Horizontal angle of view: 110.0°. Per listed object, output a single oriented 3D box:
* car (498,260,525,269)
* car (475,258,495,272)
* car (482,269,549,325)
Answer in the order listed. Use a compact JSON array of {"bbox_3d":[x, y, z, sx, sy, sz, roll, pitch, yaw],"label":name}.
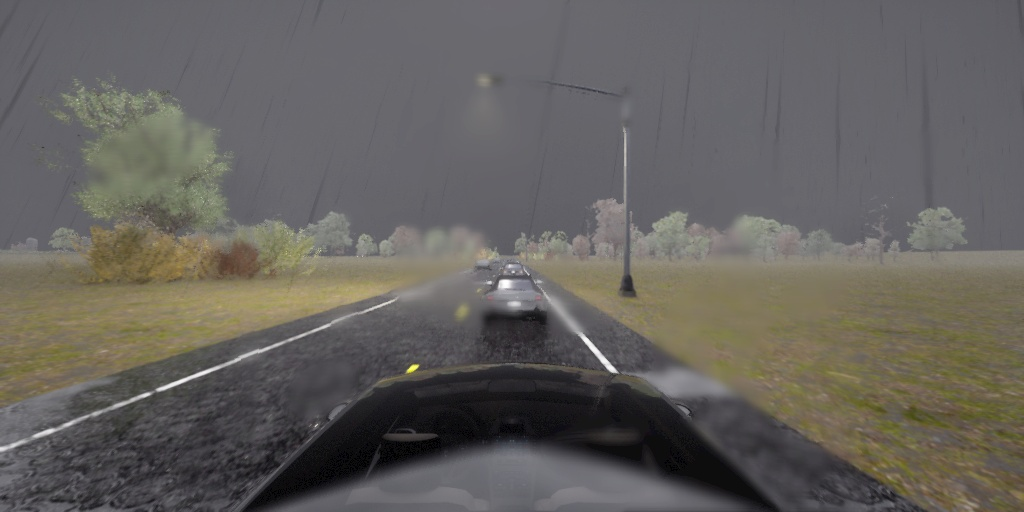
[{"bbox_3d":[0.094,1.262,29.841,2.033,1.411,5.357,0,0,0],"label":"car"},{"bbox_3d":[-3.592,1.170,46.045,1.882,1.535,5.008,0,0,0],"label":"car"},{"bbox_3d":[0.098,1.302,11.788,1.994,1.385,4.181,0,0,0],"label":"car"}]
